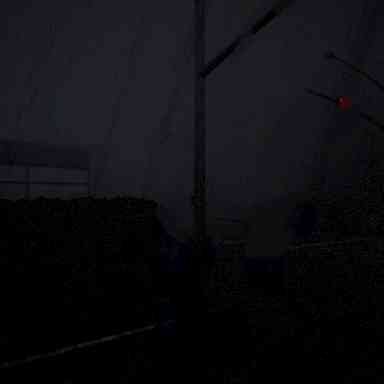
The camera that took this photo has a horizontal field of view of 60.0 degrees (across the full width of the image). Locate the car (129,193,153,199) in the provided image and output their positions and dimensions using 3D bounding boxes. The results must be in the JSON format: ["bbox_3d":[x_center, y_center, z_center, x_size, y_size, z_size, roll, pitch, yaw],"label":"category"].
[{"bbox_3d":[-9.077,1.366,60.734,3.806,1.475,1.970,0,0,-35],"label":"car"}]

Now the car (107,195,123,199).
[{"bbox_3d":[-19.314,1.354,85.213,5.357,1.411,2.033,0,0,-35],"label":"car"}]

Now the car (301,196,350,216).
[{"bbox_3d":[12.387,1.344,30.113,4.514,1.523,2.007,0,0,-35],"label":"car"}]

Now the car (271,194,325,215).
[{"bbox_3d":[10.551,1.335,32.657,5.027,1.636,2.152,0,0,-35],"label":"car"}]

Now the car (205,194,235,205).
[{"bbox_3d":[4.396,1.304,54.986,4.514,1.523,2.007,0,0,-35],"label":"car"}]

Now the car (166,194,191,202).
[{"bbox_3d":[-2.141,1.103,65.613,4.605,1.855,1.932,0,0,-35],"label":"car"}]

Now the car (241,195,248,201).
[{"bbox_3d":[13.915,1.162,72.976,5.027,1.636,2.152,0,0,-35],"label":"car"}]

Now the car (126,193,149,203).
[{"bbox_3d":[-10.476,1.082,63.811,3.866,1.878,1.905,0,0,-35],"label":"car"}]

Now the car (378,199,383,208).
[{"bbox_3d":[25.949,1.391,43.208,3.806,1.475,1.970,0,0,-35],"label":"car"}]

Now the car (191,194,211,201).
[{"bbox_3d":[2.104,1.305,77.031,4.514,1.523,2.007,0,0,-35],"label":"car"}]

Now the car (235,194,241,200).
[{"bbox_3d":[9.981,1.241,78.056,3.806,1.475,1.970,0,0,-35],"label":"car"}]

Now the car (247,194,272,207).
[{"bbox_3d":[10.075,1.325,46.763,3.633,1.501,1.845,0,0,-35],"label":"car"}]

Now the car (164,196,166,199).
[{"bbox_3d":[-5.809,1.340,94.569,4.674,1.442,1.812,0,0,-35],"label":"car"}]
